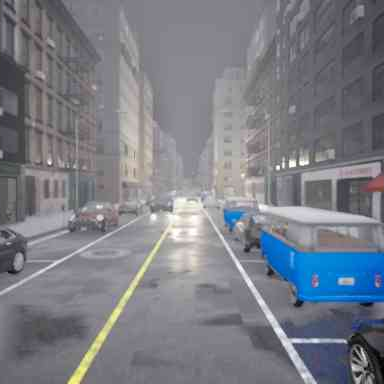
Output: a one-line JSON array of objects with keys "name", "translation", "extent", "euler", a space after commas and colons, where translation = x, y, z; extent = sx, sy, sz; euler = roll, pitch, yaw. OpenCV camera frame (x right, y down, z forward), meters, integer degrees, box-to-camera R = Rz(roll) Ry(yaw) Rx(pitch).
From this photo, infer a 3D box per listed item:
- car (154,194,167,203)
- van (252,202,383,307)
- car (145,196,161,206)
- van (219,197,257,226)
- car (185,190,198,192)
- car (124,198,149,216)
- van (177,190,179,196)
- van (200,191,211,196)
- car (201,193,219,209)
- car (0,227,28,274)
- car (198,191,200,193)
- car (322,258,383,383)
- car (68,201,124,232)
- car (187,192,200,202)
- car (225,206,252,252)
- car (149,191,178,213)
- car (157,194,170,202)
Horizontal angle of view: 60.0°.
[{"name": "car", "translation": [-5.356, 1.105, 57.141], "extent": [1.887, 1.381, 4.507], "euler": [0, 0, 0]}, {"name": "van", "translation": [2.641, 1.278, 7.538], "extent": [1.690, 1.788, 3.998], "euler": [0, 0, 0]}, {"name": "car", "translation": [-5.362, 1.226, 46.119], "extent": [1.802, 1.307, 4.206], "euler": [0, 0, 0]}, {"name": "van", "translation": [2.647, 1.192, 18.559], "extent": [1.690, 1.788, 3.998], "euler": [0, 0, 0]}, {"name": "car", "translation": [0.041, 0.862, 73.003], "extent": [2.128, 1.511, 4.902], "euler": [0, 0, 0]}, {"name": "car", "translation": [-5.372, 1.319, 29.586], "extent": [2.008, 1.369, 4.403], "euler": [0, 0, 0]}, {"name": "van", "translation": [-5.355, 0.610, 94.613], "extent": [1.690, 1.788, 3.998], "euler": [0, 0, 0]}, {"name": "van", "translation": [2.669, 0.901, 57.134], "extent": [1.690, 1.788, 3.998], "euler": [0, 0, 0]}, {"name": "car", "translation": [2.249, 1.220, 39.464], "extent": [1.812, 1.442, 4.674], "euler": [0, 0, 0]}, {"name": "car", "translation": [-5.383, 1.488, 7.544], "extent": [2.008, 1.369, 4.403], "euler": [0, 0, 0]}, {"name": "car", "translation": [2.672, 0.833, 62.646], "extent": [2.192, 1.841, 5.009], "euler": [0, 0, 0]}, {"name": "car", "translation": [2.638, 1.548, 2.030], "extent": [1.947, 1.339, 4.313], "euler": [0, 0, 0]}, {"name": "car", "translation": [-5.378, 1.291, 18.564], "extent": [1.967, 1.590, 4.097], "euler": [0, 0, 0]}, {"name": "car", "translation": [0.041, 1.149, 58.740], "extent": [1.895, 1.301, 4.718], "euler": [0, 0, 0]}, {"name": "car", "translation": [2.644, 1.444, 13.050], "extent": [2.008, 1.369, 4.403], "euler": [0, 0, 0]}, {"name": "car", "translation": [-2.827, 1.098, 32.482], "extent": [2.097, 1.767, 4.553], "euler": [0, 0, 0]}, {"name": "car", "translation": [-5.353, 1.084, 62.652], "extent": [1.947, 1.339, 4.313], "euler": [0, 0, 0]}]
